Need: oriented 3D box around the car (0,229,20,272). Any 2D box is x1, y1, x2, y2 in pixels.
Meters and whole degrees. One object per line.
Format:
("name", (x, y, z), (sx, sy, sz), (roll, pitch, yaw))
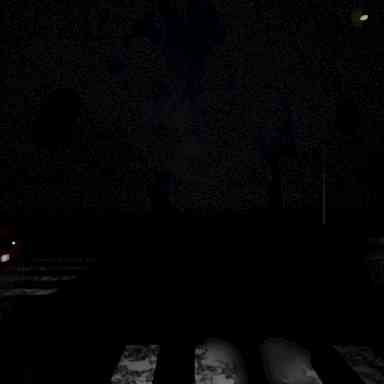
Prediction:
("car", (-7.268, 1.285, 8.071), (5.566, 2.045, 2.150), (-1, 0, 1))
